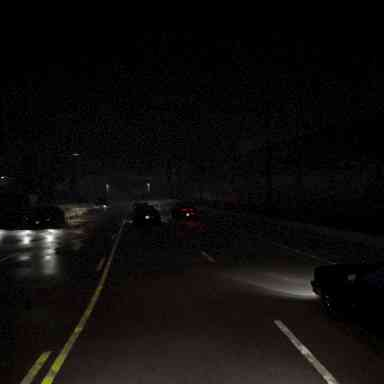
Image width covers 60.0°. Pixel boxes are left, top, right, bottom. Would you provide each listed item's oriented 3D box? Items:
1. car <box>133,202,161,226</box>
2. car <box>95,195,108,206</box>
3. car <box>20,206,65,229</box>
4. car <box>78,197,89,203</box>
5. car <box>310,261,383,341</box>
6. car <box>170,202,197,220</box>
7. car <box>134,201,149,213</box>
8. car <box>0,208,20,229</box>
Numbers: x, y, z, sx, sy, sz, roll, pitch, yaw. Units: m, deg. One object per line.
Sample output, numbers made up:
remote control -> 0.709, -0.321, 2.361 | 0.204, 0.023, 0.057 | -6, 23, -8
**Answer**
car -> -3.439, 1.743, 24.993 | 1.994, 1.385, 4.181 | -1, 0, -10
car -> -17.720, 1.684, 65.503 | 2.150, 2.045, 5.566 | -1, 0, -10
car -> -10.615, 1.793, 24.302 | 1.837, 1.490, 4.892 | -1, 0, -10
car -> -21.206, 1.612, 65.111 | 1.882, 1.535, 5.008 | -1, 0, -10
car -> 3.513, 1.521, 4.247 | 2.033, 1.411, 5.357 | -1, 0, -6
car -> -0.769, 1.668, 30.088 | 1.837, 1.490, 4.892 | -1, -1, -10
car -> -6.697, 1.919, 43.698 | 1.895, 1.301, 4.718 | -1, 0, -10
car -> -14.274, 1.895, 24.899 | 2.033, 1.411, 5.357 | -1, 0, -10
